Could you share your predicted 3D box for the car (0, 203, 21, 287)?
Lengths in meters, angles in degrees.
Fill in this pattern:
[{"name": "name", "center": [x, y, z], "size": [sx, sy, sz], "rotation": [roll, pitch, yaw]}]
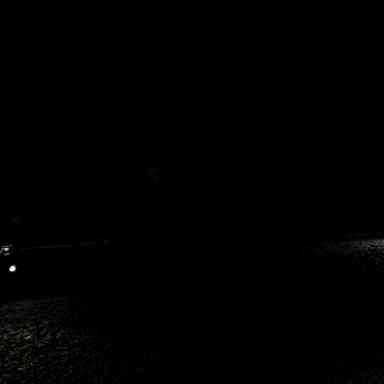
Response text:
[{"name": "car", "center": [-6.051, 1.243, 8.966], "size": [2.150, 2.045, 5.566], "rotation": [1, 0, -32]}]
